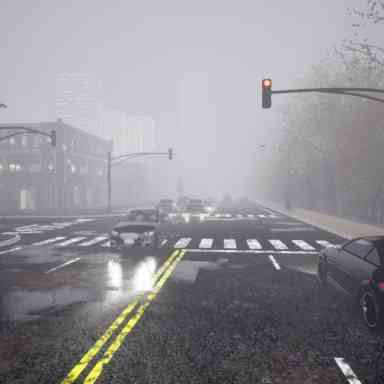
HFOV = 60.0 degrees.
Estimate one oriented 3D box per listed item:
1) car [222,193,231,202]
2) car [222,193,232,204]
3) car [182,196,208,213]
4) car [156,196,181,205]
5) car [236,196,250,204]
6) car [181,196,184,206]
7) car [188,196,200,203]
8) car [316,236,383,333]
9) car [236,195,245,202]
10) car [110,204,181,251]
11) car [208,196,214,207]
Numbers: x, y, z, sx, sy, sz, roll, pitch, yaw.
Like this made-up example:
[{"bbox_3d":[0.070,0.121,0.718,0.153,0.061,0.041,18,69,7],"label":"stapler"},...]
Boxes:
[{"bbox_3d":[8.345,1.194,79.706,2.150,2.045,5.566,0,0,6],"label":"car"},{"bbox_3d":[6.859,1.480,64.783,1.837,1.490,4.892,0,0,6],"label":"car"},{"bbox_3d":[0.427,1.467,36.894,1.882,1.535,5.008,0,0,6],"label":"car"},{"bbox_3d":[-2.819,1.495,37.121,1.837,1.490,4.892,0,0,6],"label":"car"},{"bbox_3d":[10.075,1.467,64.281,2.128,1.511,4.902,0,0,6],"label":"car"},{"bbox_3d":[-1.268,1.335,51.656,2.097,1.767,4.553,0,0,6],"label":"car"},{"bbox_3d":[0.505,1.537,67.590,1.994,1.385,4.181,0,0,7],"label":"car"},{"bbox_3d":[3.952,1.562,6.692,1.994,1.385,4.181,0,0,6],"label":"car"},{"bbox_3d":[11.527,1.521,78.909,1.994,1.385,4.181,0,0,6],"label":"car"},{"bbox_3d":[-1.982,1.489,14.264,2.128,1.511,4.902,0,0,6],"label":"car"},{"bbox_3d":[2.024,1.583,51.899,1.895,1.301,4.718,0,0,6],"label":"car"}]
